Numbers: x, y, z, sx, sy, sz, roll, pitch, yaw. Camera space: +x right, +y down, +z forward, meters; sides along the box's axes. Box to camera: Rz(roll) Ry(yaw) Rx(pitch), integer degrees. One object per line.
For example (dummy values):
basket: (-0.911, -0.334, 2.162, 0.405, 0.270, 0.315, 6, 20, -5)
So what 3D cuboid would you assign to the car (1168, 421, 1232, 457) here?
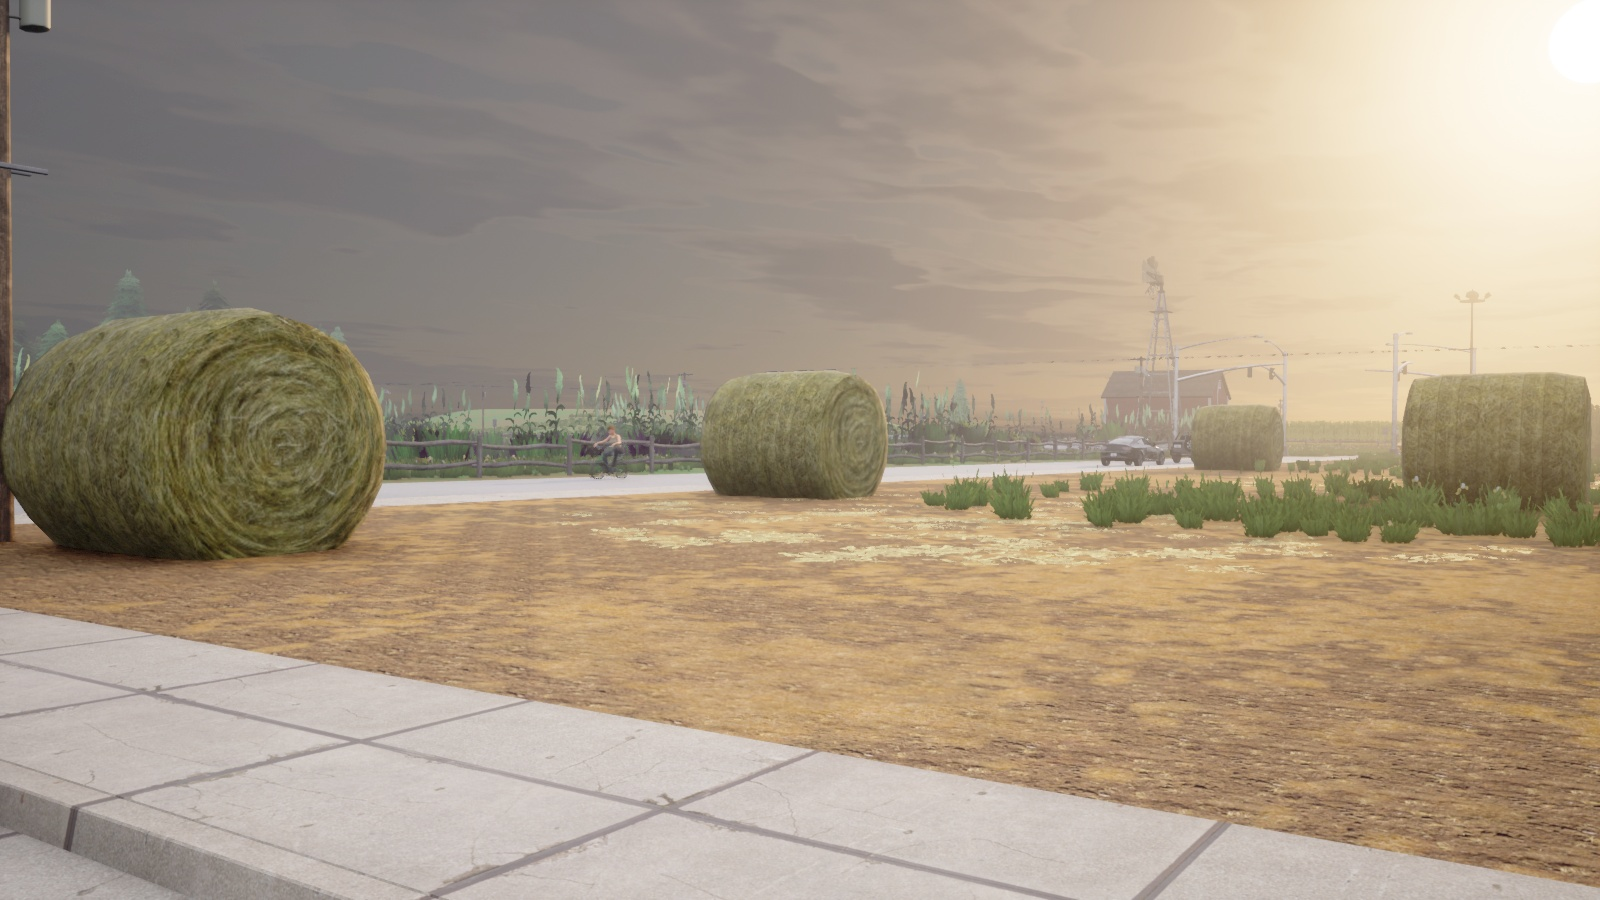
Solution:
car: (21.696, -0.612, 68.016, 1.932, 1.855, 4.605, 0, 1, 36)

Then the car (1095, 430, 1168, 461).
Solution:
car: (15.937, -0.244, 60.201, 1.812, 1.442, 4.674, 0, 1, 36)

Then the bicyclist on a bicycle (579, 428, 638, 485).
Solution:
bicyclist on a bicycle: (-5.615, 0.181, 36.851, 0.866, 1.612, 1.509, 0, 1, 37)
